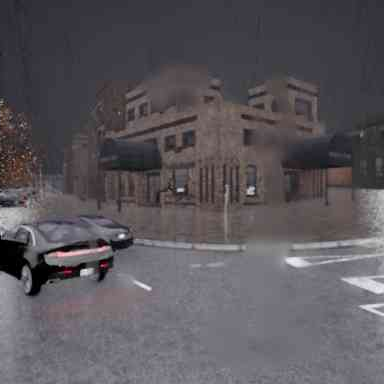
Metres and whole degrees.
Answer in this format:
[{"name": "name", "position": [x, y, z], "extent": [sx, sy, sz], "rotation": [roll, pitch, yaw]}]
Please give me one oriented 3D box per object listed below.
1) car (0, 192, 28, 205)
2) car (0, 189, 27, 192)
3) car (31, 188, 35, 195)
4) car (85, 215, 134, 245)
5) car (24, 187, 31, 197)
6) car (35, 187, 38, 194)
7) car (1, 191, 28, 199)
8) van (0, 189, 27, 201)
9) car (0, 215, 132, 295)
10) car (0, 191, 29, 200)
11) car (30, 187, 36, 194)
[{"name": "car", "position": [-25.610, 1.075, 45.631], "extent": [4.892, 1.521, 2.231], "rotation": [0, 1, -26]}, {"name": "car", "position": [-26.779, 0.895, 48.123], "extent": [4.553, 1.767, 2.185], "rotation": [0, 1, -26]}, {"name": "car", "position": [-37.899, 0.378, 72.942], "extent": [4.892, 1.521, 2.231], "rotation": [0, 2, -21]}, {"name": "car", "position": [-4.356, 1.600, 13.142], "extent": [4.181, 1.385, 1.994], "rotation": [0, 0, 27]}, {"name": "car", "position": [-29.188, 0.658, 53.065], "extent": [5.566, 2.045, 2.435], "rotation": [0, 1, -26]}, {"name": "car", "position": [-41.695, -0.167, 83.313], "extent": [5.566, 2.045, 2.435], "rotation": [0, 1, -18]}, {"name": "car", "position": [-34.807, 0.633, 65.360], "extent": [4.674, 1.452, 2.002], "rotation": [0, 2, -23]}, {"name": "van", "position": [-32.517, 0.501, 60.397], "extent": [4.442, 1.987, 1.878], "rotation": [0, 1, -24]}, {"name": "car", "position": [-3.965, 1.518, 8.898], "extent": [2.128, 1.511, 4.902], "rotation": [0, 0, -45]}, {"name": "car", "position": [-33.901, 0.658, 62.778], "extent": [5.366, 1.575, 1.946], "rotation": [0, 1, -23]}, {"name": "car", "position": [-39.889, 0.251, 78.163], "extent": [4.792, 1.488, 2.163], "rotation": [0, 1, -19]}]
